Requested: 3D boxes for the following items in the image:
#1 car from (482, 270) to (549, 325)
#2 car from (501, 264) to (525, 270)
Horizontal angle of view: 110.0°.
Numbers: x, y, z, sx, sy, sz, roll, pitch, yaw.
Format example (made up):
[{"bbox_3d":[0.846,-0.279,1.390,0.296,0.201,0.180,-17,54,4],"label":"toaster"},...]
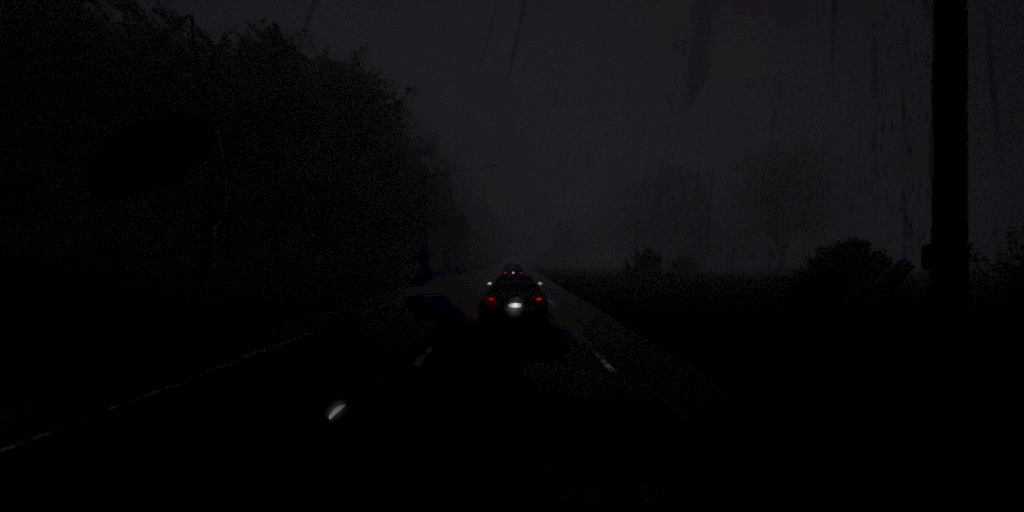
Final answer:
[{"bbox_3d":[0.098,1.330,11.841,1.994,1.385,4.181,0,0,0],"label":"car"},{"bbox_3d":[0.094,1.343,29.770,2.033,1.411,5.357,0,0,0],"label":"car"}]
